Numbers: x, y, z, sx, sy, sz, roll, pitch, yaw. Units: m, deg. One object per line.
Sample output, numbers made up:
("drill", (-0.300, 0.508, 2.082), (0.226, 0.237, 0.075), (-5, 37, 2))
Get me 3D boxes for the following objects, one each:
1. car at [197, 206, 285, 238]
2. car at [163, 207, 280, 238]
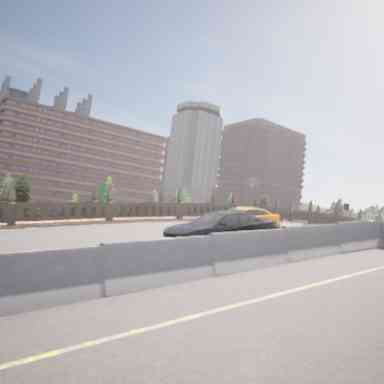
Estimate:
("car", (2.868, 1.589, 18.881), (5.008, 1.535, 1.882), (2, -1, -35))
("car", (1.173, 1.520, 13.404), (5.008, 1.535, 1.882), (0, 0, -35))
